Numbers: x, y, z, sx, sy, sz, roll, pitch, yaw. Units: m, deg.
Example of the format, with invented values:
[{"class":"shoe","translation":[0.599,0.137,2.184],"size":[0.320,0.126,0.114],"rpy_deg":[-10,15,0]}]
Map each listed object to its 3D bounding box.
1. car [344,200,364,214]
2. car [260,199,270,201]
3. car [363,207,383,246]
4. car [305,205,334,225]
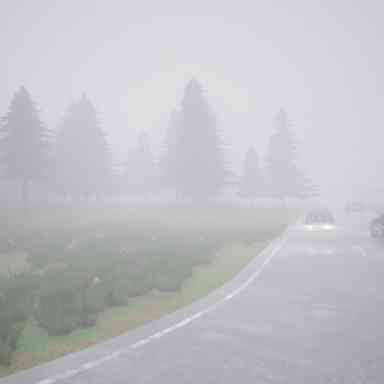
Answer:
[{"class":"car","translation":[18.247,1.662,37.579],"size":[2.128,1.511,4.902],"rpy_deg":[-2,-1,22]},{"class":"car","translation":[18.720,2.075,85.673],"size":[1.905,1.878,3.866],"rpy_deg":[-1,-1,-9]},{"class":"car","translation":[9.376,1.580,15.033],"size":[2.033,1.411,5.357],"rpy_deg":[-2,-1,20]},{"class":"car","translation":[9.978,1.742,25.964],"size":[1.994,1.385,4.181],"rpy_deg":[-2,-1,22]}]
